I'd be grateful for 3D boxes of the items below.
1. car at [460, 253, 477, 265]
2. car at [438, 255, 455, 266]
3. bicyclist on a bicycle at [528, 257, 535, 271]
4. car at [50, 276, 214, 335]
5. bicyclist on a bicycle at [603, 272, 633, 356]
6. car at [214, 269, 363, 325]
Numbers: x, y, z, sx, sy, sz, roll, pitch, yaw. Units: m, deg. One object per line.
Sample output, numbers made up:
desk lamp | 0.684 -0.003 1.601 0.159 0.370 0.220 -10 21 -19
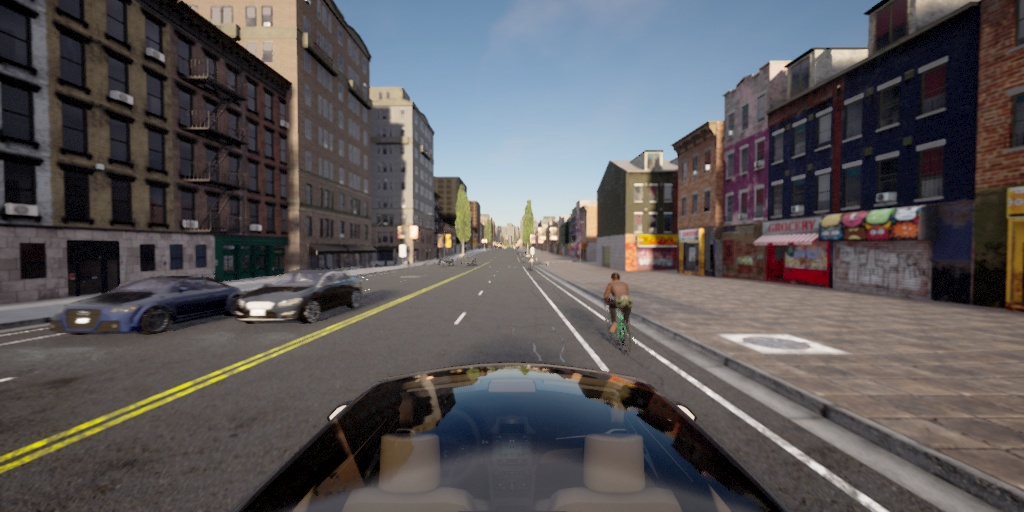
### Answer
car | -6.496 0.355 53.489 2.097 1.767 4.553 0 1 0
car | -9.746 0.652 53.464 1.837 1.490 4.892 0 1 0
bicyclist on a bicycle | 2.267 0.913 41.570 0.866 1.612 1.509 0 1 0
car | -9.850 1.281 10.218 1.994 1.385 4.181 0 0 0
bicyclist on a bicycle | 2.257 1.180 7.649 0.582 1.620 1.656 0 0 0
car | -6.601 1.201 11.766 2.128 1.511 4.902 0 0 0
